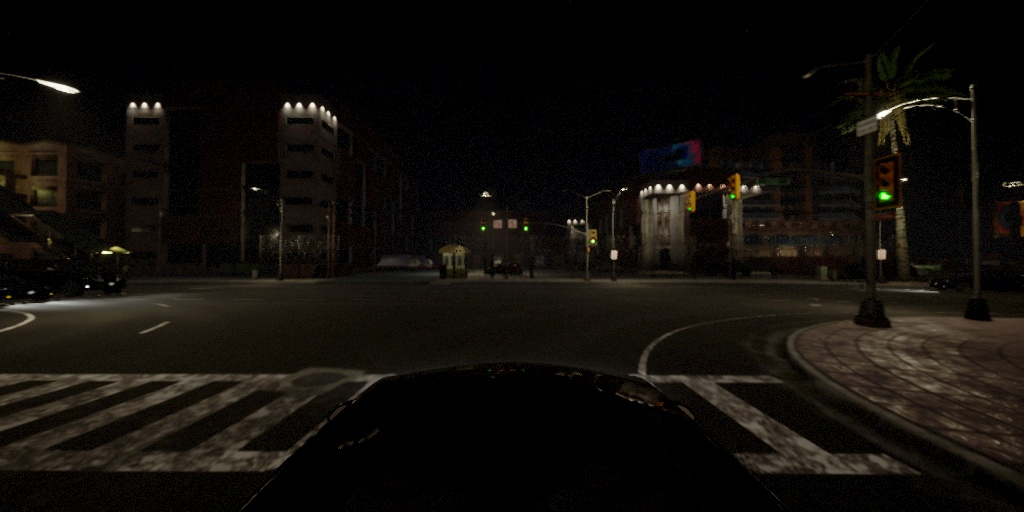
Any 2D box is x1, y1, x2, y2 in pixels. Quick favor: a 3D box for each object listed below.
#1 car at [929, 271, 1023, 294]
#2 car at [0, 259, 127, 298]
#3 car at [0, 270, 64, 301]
[{"bbox_3d":[29.314,1.604,22.444,4.181,1.385,1.994,0,-1,24],"label":"car"},{"bbox_3d":[-24.831,1.176,19.787,5.566,2.045,2.150,0,-1,0],"label":"car"},{"bbox_3d":[-23.922,1.476,16.378,4.181,1.385,1.994,0,-1,0],"label":"car"}]
